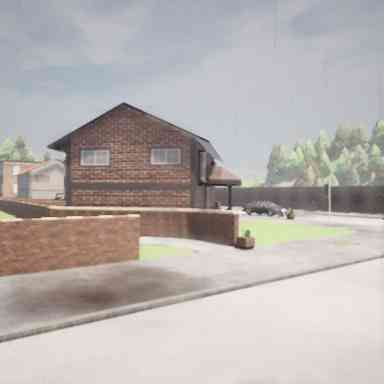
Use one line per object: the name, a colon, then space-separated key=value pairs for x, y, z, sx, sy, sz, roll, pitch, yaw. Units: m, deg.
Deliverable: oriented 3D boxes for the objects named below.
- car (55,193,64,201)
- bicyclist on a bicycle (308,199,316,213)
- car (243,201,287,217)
car: x=-14.655 y=1.056 z=38.387 sx=1.905 sy=1.878 sz=3.866 roll=1 pitch=0 yaw=-35
bicyclist on a bicycle: x=14.108 y=1.623 z=39.099 sx=1.656 sy=1.620 sz=0.582 roll=0 pitch=0 yaw=-36
car: x=7.424 y=1.698 z=34.006 sx=2.128 sy=1.511 sz=4.902 roll=1 pitch=0 yaw=-36
